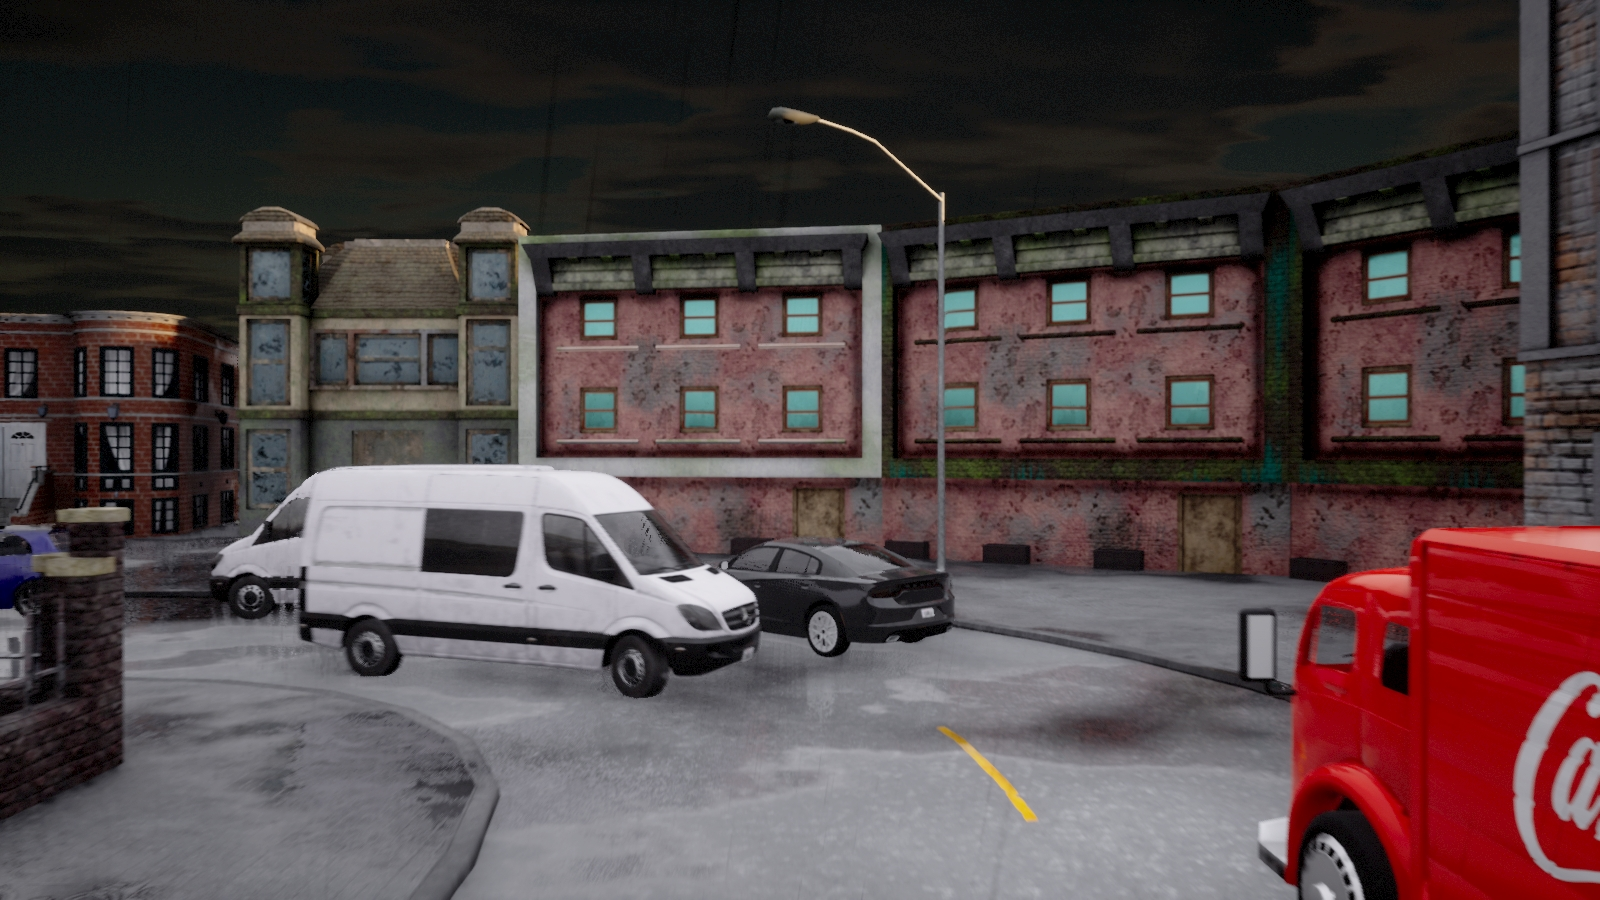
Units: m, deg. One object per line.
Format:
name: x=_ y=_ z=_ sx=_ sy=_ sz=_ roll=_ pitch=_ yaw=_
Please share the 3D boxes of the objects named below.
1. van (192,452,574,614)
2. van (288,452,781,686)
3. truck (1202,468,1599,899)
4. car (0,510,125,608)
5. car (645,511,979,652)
van: x=-7.054 y=1.316 z=19.549 sx=5.915 sy=2.561 sz=1.988 roll=0 pitch=0 yaw=10
van: x=-3.367 y=1.316 z=14.454 sx=5.915 sy=2.561 sz=1.988 roll=0 pitch=-1 yaw=19
truck: x=3.835 y=1.349 z=4.457 sx=2.627 sy=2.467 sz=5.204 roll=0 pitch=0 yaw=-1
car: x=-13.859 y=1.819 z=19.470 sx=3.633 sy=1.501 sz=1.845 roll=0 pitch=0 yaw=-1
car: x=0.015 y=1.816 z=17.098 sx=2.097 sy=1.535 sz=5.006 roll=0 pitch=0 yaw=-43
